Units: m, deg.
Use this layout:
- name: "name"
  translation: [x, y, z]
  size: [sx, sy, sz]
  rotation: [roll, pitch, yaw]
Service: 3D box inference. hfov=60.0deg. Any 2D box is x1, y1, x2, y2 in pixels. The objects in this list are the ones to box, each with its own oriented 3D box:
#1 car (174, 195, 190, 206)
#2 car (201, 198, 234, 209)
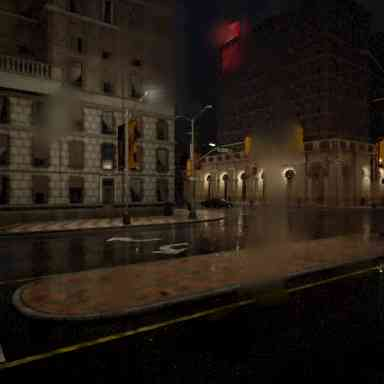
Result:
- name: "car"
  translation: [-2.256, 1.526, 54.998]
  size: [1.812, 1.442, 4.674]
  rotation: [0, 0, -35]
- name: "car"
  translation: [3.454, 1.547, 46.941]
  size: [2.033, 1.411, 5.357]
  rotation: [0, 0, -36]
